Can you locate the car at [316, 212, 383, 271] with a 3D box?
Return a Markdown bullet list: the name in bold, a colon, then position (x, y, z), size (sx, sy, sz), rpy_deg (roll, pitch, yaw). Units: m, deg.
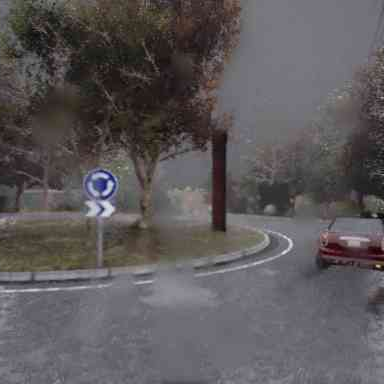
- **car**: position (5.591, 1.418, 10.663), size (2.097, 1.767, 4.553), rpy_deg (0, 0, 36)
